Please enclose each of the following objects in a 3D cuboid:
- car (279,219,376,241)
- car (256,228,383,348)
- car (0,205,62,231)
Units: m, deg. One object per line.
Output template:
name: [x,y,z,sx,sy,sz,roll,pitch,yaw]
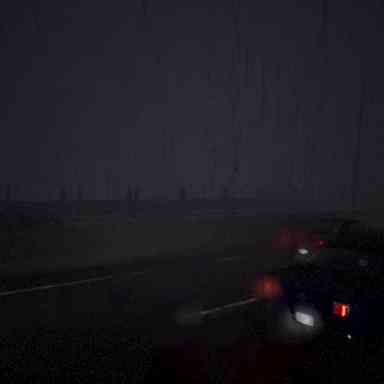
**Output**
car: [5.340,1.606,11.855,4.718,1.301,1.895,0,0,-36]
car: [3.493,1.604,6.239,4.718,1.301,1.895,0,0,-36]
car: [-9.885,1.479,18.438,5.008,1.535,1.882,0,0,-36]
